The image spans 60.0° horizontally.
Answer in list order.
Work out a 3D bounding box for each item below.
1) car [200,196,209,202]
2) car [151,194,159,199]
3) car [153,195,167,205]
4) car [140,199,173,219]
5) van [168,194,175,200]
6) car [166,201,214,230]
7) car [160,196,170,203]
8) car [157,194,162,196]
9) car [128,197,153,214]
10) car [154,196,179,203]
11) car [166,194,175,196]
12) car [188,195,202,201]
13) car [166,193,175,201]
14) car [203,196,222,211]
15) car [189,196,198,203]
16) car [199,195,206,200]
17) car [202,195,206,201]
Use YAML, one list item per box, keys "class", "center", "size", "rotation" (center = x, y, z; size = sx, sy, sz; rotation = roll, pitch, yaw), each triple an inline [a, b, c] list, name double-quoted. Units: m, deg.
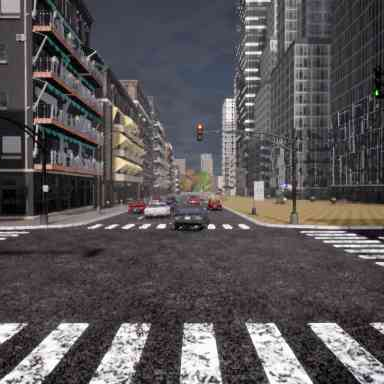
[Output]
- class: "car"
  center: [2.781, 1.548, 74.967]
  size: [1.887, 1.381, 4.507]
  rotation: [-1, 0, 0]
- class: "car"
  center: [-5.629, 1.436, 41.031]
  size: [1.967, 1.590, 4.097]
  rotation: [-1, 0, 0]
- class: "car"
  center: [-5.598, 1.439, 57.977]
  size: [1.967, 1.590, 4.097]
  rotation: [-1, 0, 0]
- class: "car"
  center: [-3.047, 1.597, 29.430]
  size: [1.895, 1.301, 4.718]
  rotation: [0, 0, 0]
- class: "van"
  center: [-5.538, 1.351, 91.870]
  size: [1.690, 1.788, 3.998]
  rotation: [-1, 0, 0]
- class: "car"
  center: [0.041, 1.541, 21.300]
  size: [2.033, 1.411, 5.357]
  rotation: [0, 0, 7]
- class: "car"
  center: [-5.576, 1.584, 69.276]
  size: [1.802, 1.307, 4.206]
  rotation: [-1, 0, 0]
- class: "car"
  center: [-5.610, 1.312, 52.329]
  size: [2.192, 1.841, 5.009]
  rotation: [-1, 0, 0]
- class: "car"
  center: [-5.637, 1.540, 35.382]
  size: [1.887, 1.381, 4.507]
  rotation: [-1, 0, 0]
- class: "car"
  center: [-3.017, 1.560, 39.490]
  size: [1.994, 1.385, 4.181]
  rotation: [0, 0, 1]
- class: "car"
  center: [-2.999, 1.502, 49.671]
  size: [1.837, 1.490, 4.892]
  rotation: [0, 0, 0]
- class: "car"
  center: [0.199, 1.561, 55.455]
  size: [1.994, 1.385, 4.181]
  rotation: [0, 0, 0]
- class: "car"
  center: [-5.549, 1.322, 86.222]
  size: [2.192, 1.841, 5.009]
  rotation: [-1, 0, 0]
- class: "car"
  center: [2.720, 1.541, 41.073]
  size: [1.887, 1.381, 4.507]
  rotation: [-1, 0, 0]
- class: "car"
  center: [0.223, 1.527, 69.693]
  size: [1.812, 1.442, 4.674]
  rotation: [0, 0, 0]
- class: "car"
  center: [2.812, 1.535, 92.084]
  size: [1.752, 1.417, 4.829]
  rotation: [-1, 0, 0]
- class: "car"
  center: [2.761, 1.551, 63.668]
  size: [2.008, 1.369, 4.403]
  rotation: [-1, 0, 0]
